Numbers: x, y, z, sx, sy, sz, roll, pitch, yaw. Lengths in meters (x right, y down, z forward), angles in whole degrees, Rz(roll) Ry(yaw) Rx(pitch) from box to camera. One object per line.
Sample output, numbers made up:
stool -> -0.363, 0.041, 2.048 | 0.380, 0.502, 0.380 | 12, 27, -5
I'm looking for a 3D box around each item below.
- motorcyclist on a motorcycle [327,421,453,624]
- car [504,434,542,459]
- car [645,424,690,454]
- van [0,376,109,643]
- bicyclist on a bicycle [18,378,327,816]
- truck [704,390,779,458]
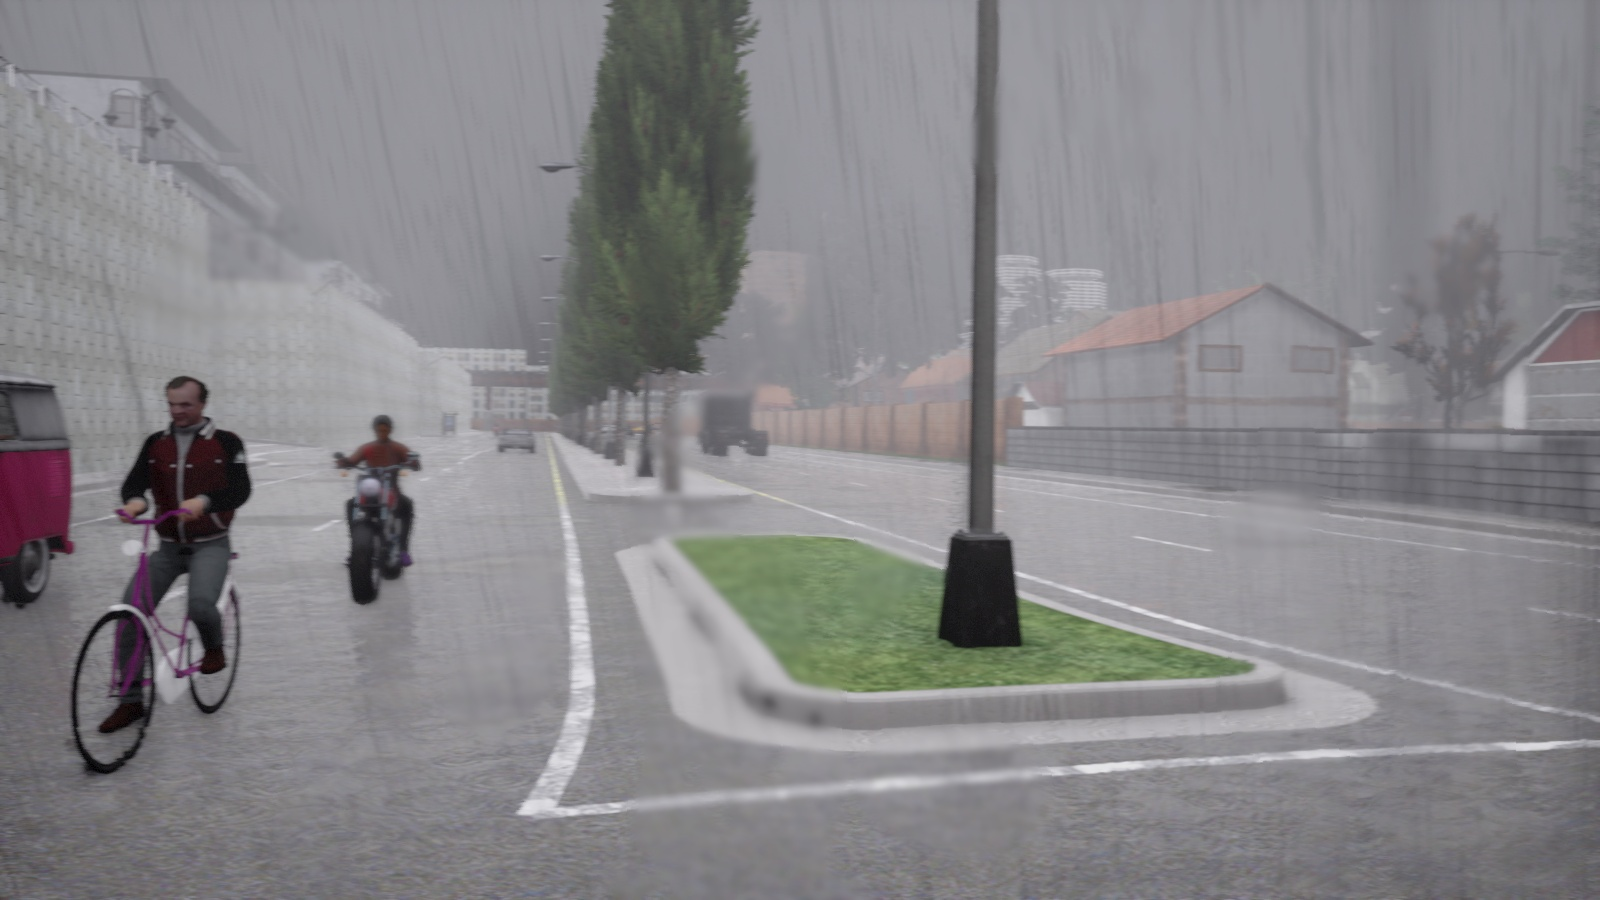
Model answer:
motorcyclist on a motorcycle -> -3.686, 0.574, 11.485 | 0.766, 1.649, 2.350 | -1, 1, -11
car -> -14.566, -0.188, 66.217 | 1.895, 1.301, 4.718 | 0, 0, -11
car -> -7.709, -0.678, 72.693 | 2.152, 1.651, 5.027 | -1, 1, -11
van -> -6.828, 0.450, 9.150 | 1.775, 1.987, 4.442 | -1, 1, -10
bicyclist on a bicycle -> -2.905, 0.586, 6.048 | 0.659, 1.776, 1.843 | -1, 1, -5
truck -> -3.307, -1.406, 68.476 | 2.891, 3.462, 7.936 | -1, 1, -11
